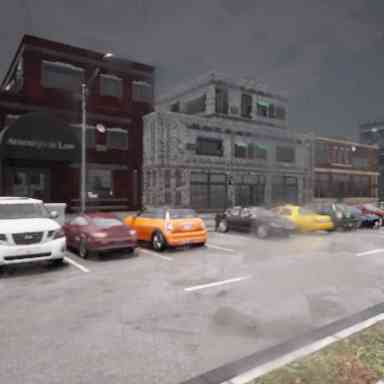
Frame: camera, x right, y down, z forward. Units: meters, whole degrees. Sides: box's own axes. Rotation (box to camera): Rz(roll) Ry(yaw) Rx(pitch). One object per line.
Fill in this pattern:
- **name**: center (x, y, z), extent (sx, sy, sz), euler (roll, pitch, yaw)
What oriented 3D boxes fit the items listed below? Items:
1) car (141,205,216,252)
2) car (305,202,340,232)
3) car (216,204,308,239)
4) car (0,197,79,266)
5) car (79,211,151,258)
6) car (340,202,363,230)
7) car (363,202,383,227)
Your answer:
- **car**: center (-1.380, 1.338, 14.261), extent (2.185, 1.767, 4.553), euler (0, 0, -35)
- **car**: center (5.389, 1.490, 19.340), extent (1.946, 1.575, 5.366), euler (0, 0, -35)
- **car**: center (3.227, 1.483, 17.583), extent (2.231, 1.521, 4.892), euler (0, 0, -35)
- **car**: center (-5.908, 1.213, 11.045), extent (2.435, 2.045, 5.566), euler (0, 0, -35)
- **car**: center (-3.661, 1.501, 12.676), extent (2.002, 1.452, 4.674), euler (0, 0, -35)
- **car**: center (7.682, 1.379, 20.709), extent (2.185, 1.767, 4.553), euler (0, 0, -36)
- **car**: center (9.941, 1.546, 22.313), extent (2.163, 1.488, 4.792), euler (0, 0, -35)
